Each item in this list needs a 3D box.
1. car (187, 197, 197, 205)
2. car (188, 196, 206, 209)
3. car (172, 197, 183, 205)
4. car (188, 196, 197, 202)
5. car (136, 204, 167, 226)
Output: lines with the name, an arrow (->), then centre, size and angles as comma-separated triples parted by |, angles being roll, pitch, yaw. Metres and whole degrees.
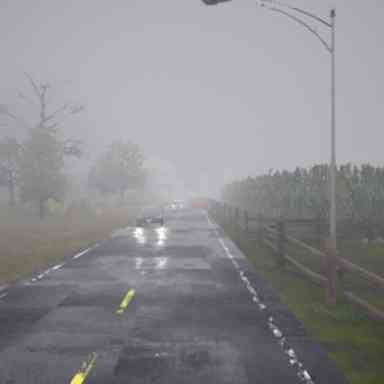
car -> 0.027, 1.789, 66.115 | 2.033, 1.411, 5.357 | 0, 0, 0
car -> 0.921, 1.528, 48.132 | 2.097, 1.767, 4.553 | 0, 0, 1
car -> -2.744, 1.739, 64.254 | 1.812, 1.442, 4.674 | 0, 0, 1
car -> 0.034, 1.634, 77.560 | 1.994, 1.385, 4.181 | 0, 0, 0
car -> -2.839, 1.626, 24.161 | 1.812, 1.442, 4.674 | 0, 0, 0
